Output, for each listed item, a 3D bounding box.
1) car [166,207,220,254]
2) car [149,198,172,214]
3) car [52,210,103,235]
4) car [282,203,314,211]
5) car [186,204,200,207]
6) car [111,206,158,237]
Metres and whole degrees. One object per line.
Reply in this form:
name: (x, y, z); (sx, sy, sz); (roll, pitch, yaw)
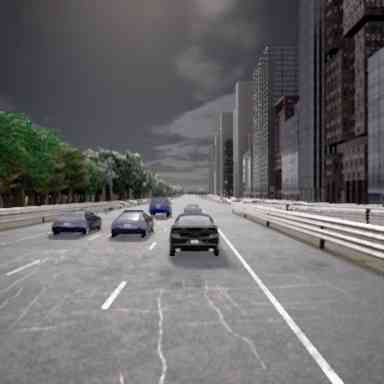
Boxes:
car: (0.093, 1.630, 14.182); (1.882, 1.535, 5.008); (0, -1, 0)
car: (-3.417, 1.625, 36.404); (2.150, 2.045, 5.566); (0, 0, 0)
car: (-6.908, 1.785, 20.407); (1.994, 1.385, 4.181); (0, -1, 0)
car: (12.783, 2.024, 40.380); (2.163, 1.488, 4.792); (0, 0, -16)
car: (0.084, 1.906, 32.637); (2.033, 1.411, 5.357); (0, -1, 0)
car: (-3.408, 1.775, 19.598); (1.994, 1.385, 4.181); (0, -1, 0)
